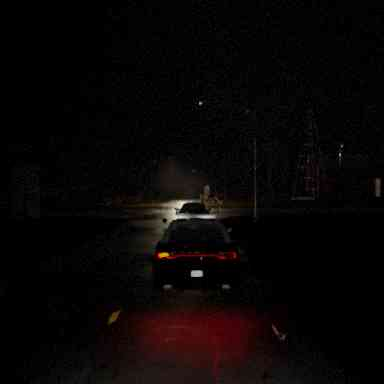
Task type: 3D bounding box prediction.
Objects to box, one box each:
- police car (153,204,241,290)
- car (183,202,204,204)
[{"bbox_3d":[0.098,1.361,9.026,1.930,1.638,5.238,0,0,0],"label":"police car"},{"bbox_3d":[0.089,1.381,20.015,1.837,1.490,4.892,0,1,0],"label":"car"}]
